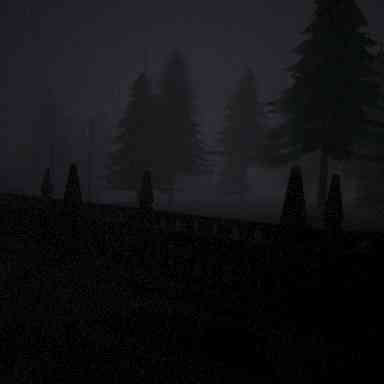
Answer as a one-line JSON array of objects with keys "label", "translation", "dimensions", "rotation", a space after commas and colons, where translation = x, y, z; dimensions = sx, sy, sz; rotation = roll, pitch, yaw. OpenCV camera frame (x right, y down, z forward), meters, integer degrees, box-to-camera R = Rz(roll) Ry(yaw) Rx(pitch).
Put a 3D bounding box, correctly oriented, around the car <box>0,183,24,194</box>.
[{"label": "car", "translation": [-20.922, -0.219, 36.189], "dimensions": [2.128, 1.511, 4.902], "rotation": [4, 2, 37]}]
